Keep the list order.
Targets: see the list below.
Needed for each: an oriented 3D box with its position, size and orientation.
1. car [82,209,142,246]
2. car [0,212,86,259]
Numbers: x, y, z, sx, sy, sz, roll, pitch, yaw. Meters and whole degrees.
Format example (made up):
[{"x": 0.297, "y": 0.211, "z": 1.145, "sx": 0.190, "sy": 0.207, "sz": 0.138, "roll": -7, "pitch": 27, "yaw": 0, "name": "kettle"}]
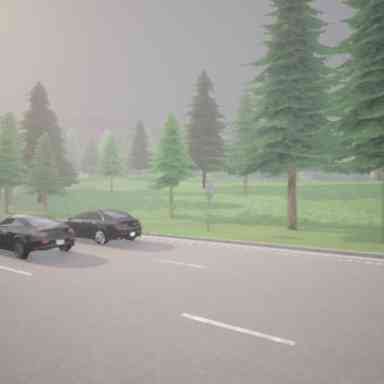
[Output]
[{"x": -4.517, "y": 1.559, "z": 15.742, "sx": 4.892, "sy": 1.490, "sz": 1.837, "roll": 0, "pitch": 0, "yaw": 36, "name": "car"}, {"x": -6.384, "y": 1.578, "z": 12.772, "sx": 4.674, "sy": 1.442, "sz": 1.812, "roll": -1, "pitch": -1, "yaw": 36, "name": "car"}]
